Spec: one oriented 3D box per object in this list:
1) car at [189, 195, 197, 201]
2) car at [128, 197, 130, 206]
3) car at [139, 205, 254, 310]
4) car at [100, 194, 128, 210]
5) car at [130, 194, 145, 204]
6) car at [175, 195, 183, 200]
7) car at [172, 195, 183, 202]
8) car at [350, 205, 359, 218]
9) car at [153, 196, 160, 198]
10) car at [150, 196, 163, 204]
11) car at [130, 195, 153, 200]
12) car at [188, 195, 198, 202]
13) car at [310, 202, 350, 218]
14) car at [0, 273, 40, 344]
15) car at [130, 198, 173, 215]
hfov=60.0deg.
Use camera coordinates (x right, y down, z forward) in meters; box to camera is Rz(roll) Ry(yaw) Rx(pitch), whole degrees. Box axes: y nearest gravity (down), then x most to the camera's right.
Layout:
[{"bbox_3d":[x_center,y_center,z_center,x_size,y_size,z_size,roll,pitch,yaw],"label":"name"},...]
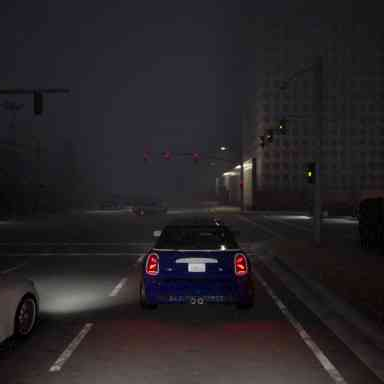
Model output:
[{"bbox_3d":[0.185,1.540,83.772,2.033,1.411,5.357,0,0,0],"label":"car"},{"bbox_3d":[-10.466,1.477,53.804,1.882,1.535,5.008,0,0,0],"label":"car"},{"bbox_3d":[0.101,1.352,7.990,2.097,1.767,4.553,0,0,0],"label":"car"},{"bbox_3d":[-10.493,1.221,44.032,2.150,2.045,5.566,0,0,0],"label":"car"},{"bbox_3d":[-10.409,1.352,63.584,2.097,1.767,4.553,0,0,1],"label":"car"},{"bbox_3d":[-3.315,1.423,83.714,1.895,1.301,4.718,0,0,0],"label":"car"},{"bbox_3d":[-3.337,1.469,73.462,1.882,1.535,5.008,0,0,0],"label":"car"},{"bbox_3d":[15.861,1.560,26.864,4.892,1.490,1.837,0,0,0],"label":"car"},{"bbox_3d":[-6.958,1.505,55.158,1.837,1.490,4.892,0,0,0],"label":"car"},{"bbox_3d":[-6.898,1.564,65.204,1.994,1.385,4.181,0,0,0],"label":"car"},{"bbox_3d":[-6.983,1.526,46.264,1.812,1.442,4.674,0,0,0],"label":"car"},{"bbox_3d":[0.170,1.355,73.790,2.097,1.767,4.553,0,0,0],"label":"car"},{"bbox_3d":[13.018,1.619,30.365,4.181,1.385,1.994,0,0,0],"label":"car"},{"bbox_3d":[-3.431,1.526,3.560,1.812,1.442,4.674,0,0,1],"label":"car"},{"bbox_3d":[-3.963,1.622,33.138,1.895,1.301,4.718,0,0,19],"label":"car"}]
